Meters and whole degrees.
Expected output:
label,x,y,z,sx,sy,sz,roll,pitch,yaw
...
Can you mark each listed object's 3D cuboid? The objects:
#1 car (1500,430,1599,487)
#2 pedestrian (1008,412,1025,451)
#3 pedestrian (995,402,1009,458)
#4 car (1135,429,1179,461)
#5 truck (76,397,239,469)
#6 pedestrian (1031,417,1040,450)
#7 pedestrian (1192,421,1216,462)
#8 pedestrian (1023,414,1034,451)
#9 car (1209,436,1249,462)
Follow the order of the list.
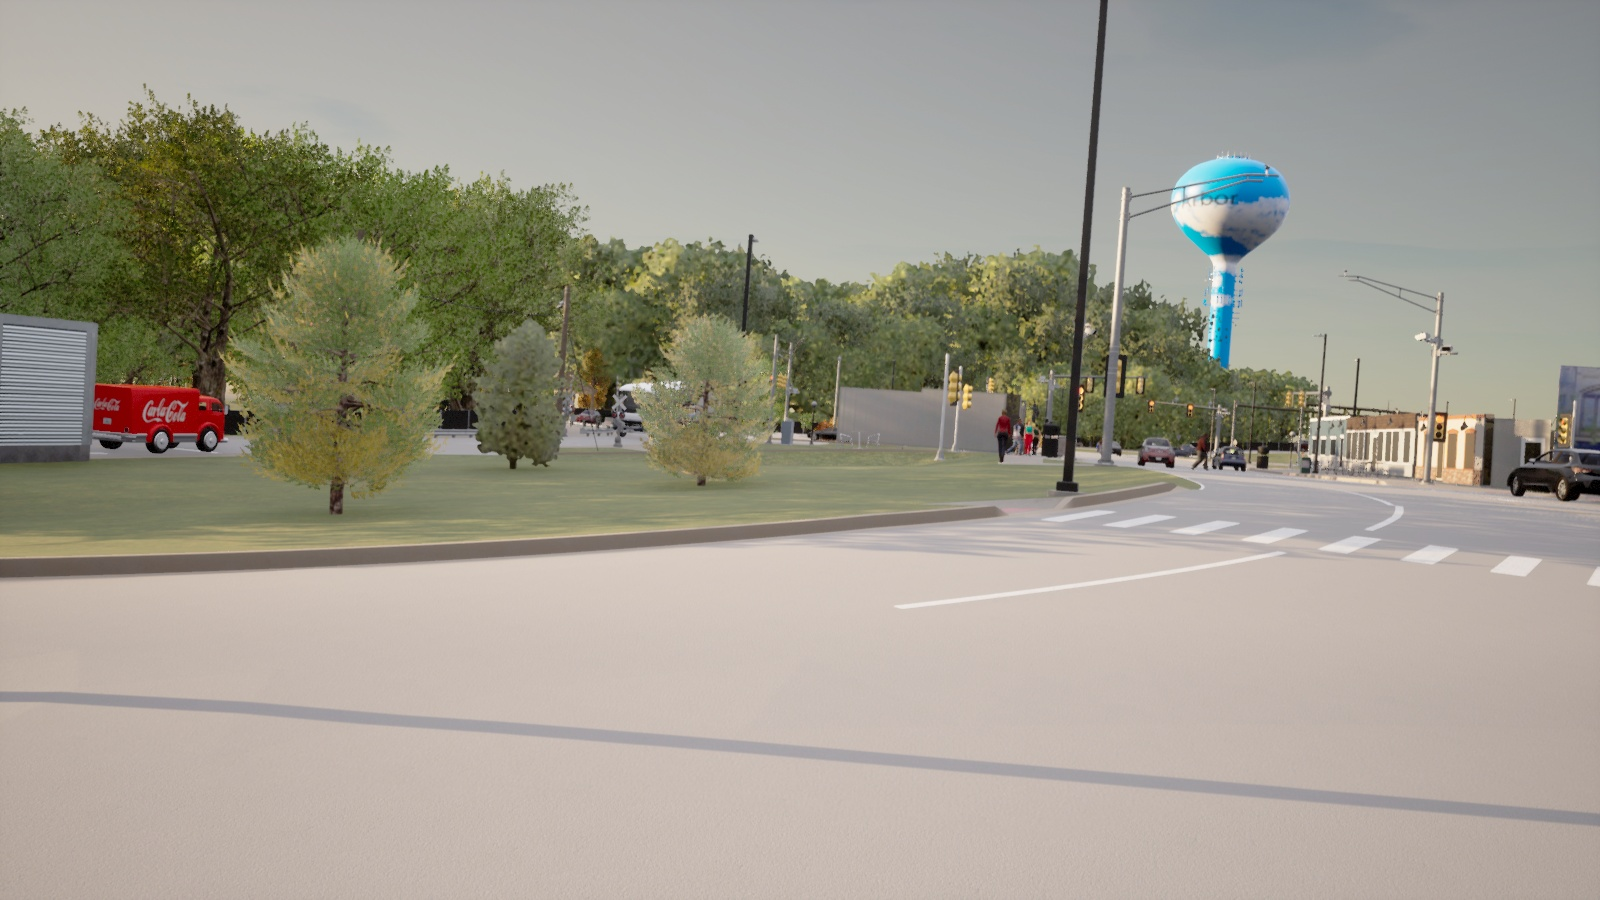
label,x,y,z,sx,sy,sz,roll,pitch,yaw
car,21.664,0.233,35.358,1.816,1.474,4.193,3,1,6
pedestrian,10.330,-0.889,59.908,0.706,1.836,0.354,3,0,14
pedestrian,6.812,-0.669,42.337,0.331,1.846,0.636,3,0,10
car,18.008,-0.254,63.420,1.845,1.501,3.633,3,1,12
truck,-24.369,-0.669,47.874,2.627,2.467,5.204,3,2,16
pedestrian,13.484,-0.931,71.970,0.345,1.836,0.594,3,0,7
pedestrian,18.603,-0.379,57.854,0.899,1.844,0.634,3,0,13
pedestrian,11.364,-0.873,62.476,0.345,1.836,0.594,3,0,5
car,28.882,-0.108,84.580,1.851,1.617,3.988,3,1,10
